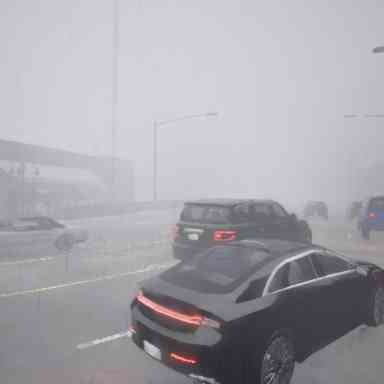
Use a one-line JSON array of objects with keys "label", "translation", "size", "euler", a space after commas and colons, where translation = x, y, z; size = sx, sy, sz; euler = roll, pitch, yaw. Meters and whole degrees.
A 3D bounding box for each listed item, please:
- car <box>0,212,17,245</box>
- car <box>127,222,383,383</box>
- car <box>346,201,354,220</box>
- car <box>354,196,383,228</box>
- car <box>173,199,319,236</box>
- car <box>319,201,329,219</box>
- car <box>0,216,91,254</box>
[{"label": "car", "translation": [-10.131, 1.601, 13.896], "size": [4.718, 1.301, 1.895], "euler": [0, 0, -37]}, {"label": "car", "translation": [1.386, 1.491, 5.186], "size": [4.902, 1.511, 2.128], "euler": [0, 0, -41]}, {"label": "car", "translation": [14.171, 1.478, 28.057], "size": [1.882, 1.535, 5.008], "euler": [0, 0, 20]}, {"label": "car", "translation": [10.060, 1.223, 17.571], "size": [2.150, 2.045, 5.566], "euler": [0, 0, 24]}, {"label": "car", "translation": [1.787, 1.222, 10.407], "size": [2.150, 2.045, 5.566], "euler": [0, 0, 41]}, {"label": "car", "translation": [10.811, 1.507, 29.060], "size": [1.837, 1.490, 4.892], "euler": [0, 0, 20]}, {"label": "car", "translation": [-6.368, 1.601, 12.317], "size": [4.718, 1.301, 1.895], "euler": [0, 0, -41]}]
